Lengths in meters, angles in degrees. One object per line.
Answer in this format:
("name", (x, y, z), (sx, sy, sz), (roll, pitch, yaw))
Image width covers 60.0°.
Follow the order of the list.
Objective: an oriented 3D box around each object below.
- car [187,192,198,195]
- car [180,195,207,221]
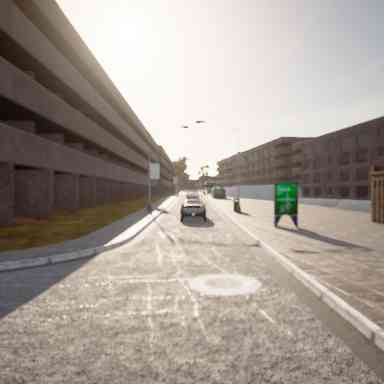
("car", (0.109, 0.776, 43.680), (1.812, 1.442, 4.674), (0, 2, 0))
("car", (0.105, 1.244, 24.830), (2.128, 1.511, 4.902), (0, 1, 0))
